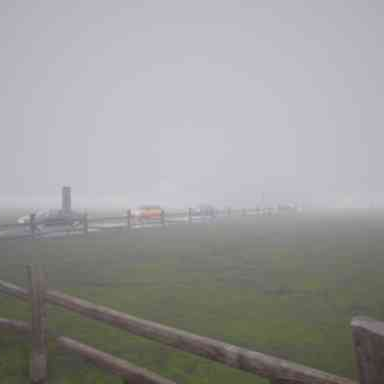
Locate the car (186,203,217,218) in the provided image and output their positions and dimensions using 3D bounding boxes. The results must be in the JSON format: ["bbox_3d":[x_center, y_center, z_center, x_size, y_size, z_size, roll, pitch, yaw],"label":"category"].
[{"bbox_3d":[1.170,2.260,41.527,2.097,1.767,4.553,-1,-2,35],"label":"car"}]

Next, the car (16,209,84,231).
[{"bbox_3d":[-10.531,2.036,25.056,2.128,1.511,4.902,-1,-2,36],"label":"car"}]

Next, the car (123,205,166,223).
[{"bbox_3d":[-4.708,2.077,33.252,2.097,1.767,4.553,-1,-2,35],"label":"car"}]

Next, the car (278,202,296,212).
[{"bbox_3d":[16.785,2.619,58.483,2.097,1.767,4.553,-1,-2,37],"label":"car"}]
